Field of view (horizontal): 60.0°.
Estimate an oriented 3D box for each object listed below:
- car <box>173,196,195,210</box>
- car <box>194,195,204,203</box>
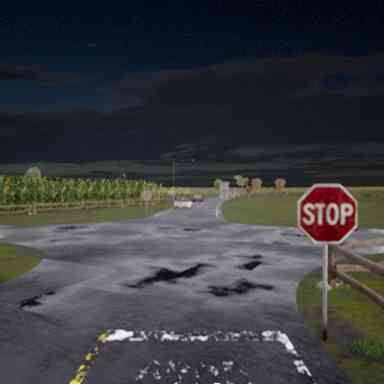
[{"bbox_3d":[-1.113,1.451,40.172,1.895,1.301,4.718,0,0,5],"label":"car"},{"bbox_3d":[1.152,1.220,62.338,1.882,1.535,5.008,0,0,7],"label":"car"}]
